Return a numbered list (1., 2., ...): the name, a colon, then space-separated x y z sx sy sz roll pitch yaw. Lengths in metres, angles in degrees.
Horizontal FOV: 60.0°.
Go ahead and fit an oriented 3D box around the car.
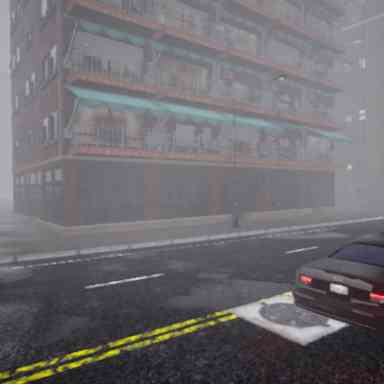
1. car: 4.267 1.513 6.560 5.357 1.411 2.033 0 0 -36
